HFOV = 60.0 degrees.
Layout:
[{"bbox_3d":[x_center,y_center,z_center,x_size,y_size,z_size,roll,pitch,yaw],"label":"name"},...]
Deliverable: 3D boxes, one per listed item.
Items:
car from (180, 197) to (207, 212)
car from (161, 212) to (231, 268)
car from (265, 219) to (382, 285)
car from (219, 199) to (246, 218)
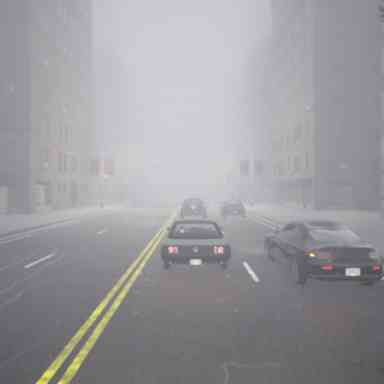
[{"bbox_3d":[0.108,1.225,27.722,2.097,1.767,4.553,0,0,0],"label":"car"},{"bbox_3d":[0.098,1.551,10.992,1.895,1.301,4.718,0,0,0],"label":"car"},{"bbox_3d":[3.341,1.483,9.216,1.812,1.442,4.674,0,0,0],"label":"car"},{"bbox_3d":[3.358,1.361,28.351,2.128,1.511,4.902,0,0,0],"label":"car"}]
